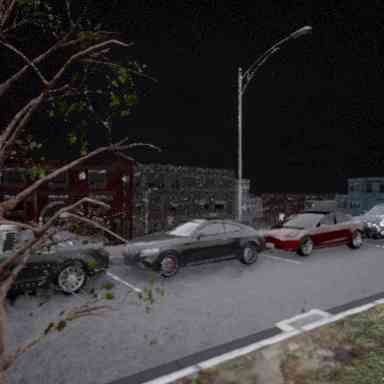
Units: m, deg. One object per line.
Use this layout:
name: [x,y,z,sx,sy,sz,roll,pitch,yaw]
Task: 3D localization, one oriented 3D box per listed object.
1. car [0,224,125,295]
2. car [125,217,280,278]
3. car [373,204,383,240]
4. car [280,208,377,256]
car: [-4.245,1.469,7.140,4.892,1.521,2.231,0,0,-34]
car: [0.226,1.517,10.208,4.674,1.452,2.002,0,0,-33]
car: [9.694,1.375,16.278,4.553,1.767,2.185,0,0,-31]
car: [4.843,1.518,13.232,4.792,1.488,2.163,0,0,-32]
